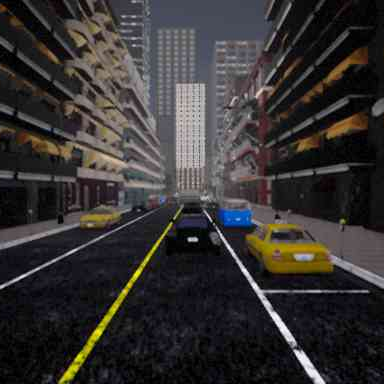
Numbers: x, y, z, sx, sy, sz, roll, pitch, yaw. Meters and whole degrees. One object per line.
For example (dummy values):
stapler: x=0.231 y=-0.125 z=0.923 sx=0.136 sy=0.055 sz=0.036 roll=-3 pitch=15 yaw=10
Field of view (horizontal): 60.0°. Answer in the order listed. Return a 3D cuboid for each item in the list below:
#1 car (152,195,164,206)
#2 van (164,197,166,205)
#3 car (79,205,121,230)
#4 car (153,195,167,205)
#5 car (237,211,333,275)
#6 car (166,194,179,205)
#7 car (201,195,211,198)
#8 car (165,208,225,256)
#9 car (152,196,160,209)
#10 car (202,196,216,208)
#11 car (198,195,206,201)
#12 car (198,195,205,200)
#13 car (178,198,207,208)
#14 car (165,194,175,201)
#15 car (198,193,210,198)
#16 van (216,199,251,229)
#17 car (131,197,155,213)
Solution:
car: x=-5.705 y=1.551 z=48.776 sx=1.887 sy=1.381 sz=4.507 roll=-1 pitch=0 yaw=0
van: x=-5.707 y=1.350 z=54.299 sx=1.690 sy=1.788 sz=3.998 roll=-1 pitch=0 yaw=0
car: x=-5.702 y=1.526 z=20.988 sx=1.752 sy=1.417 sz=4.829 roll=0 pitch=0 yaw=0
car: x=-5.707 y=1.451 z=59.822 sx=1.967 sy=1.590 sz=4.097 roll=-1 pitch=0 yaw=0
car: x=2.681 y=1.525 z=10.269 sx=1.752 sy=1.417 sz=4.829 roll=-1 pitch=0 yaw=0
car: x=-3.063 y=1.515 z=58.130 sx=1.837 sy=1.490 sz=4.892 roll=0 pitch=0 yaw=0
car: x=2.676 y=1.557 z=48.763 sx=2.008 sy=1.369 sz=4.403 roll=-1 pitch=0 yaw=0
car: x=0.045 y=1.565 z=13.163 sx=1.994 sy=1.385 sz=4.181 roll=0 pitch=0 yaw=0
car: x=-5.704 y=1.550 z=43.252 sx=1.887 sy=1.381 sz=4.507 roll=0 pitch=0 yaw=0
car: x=2.677 y=1.555 z=43.239 sx=2.008 sy=1.369 sz=4.403 roll=-1 pitch=0 yaw=0
car: x=2.672 y=1.570 z=87.427 sx=1.887 sy=1.381 sz=4.507 roll=-1 pitch=0 yaw=0
car: x=2.671 y=1.580 z=92.950 sx=2.008 sy=1.369 sz=4.403 roll=-1 pitch=0 yaw=0
car: x=0.040 y=1.508 z=27.990 sx=1.837 sy=1.490 sz=4.892 roll=0 pitch=0 yaw=0
car: x=-5.712 y=1.341 z=87.439 sx=2.192 sy=1.841 sz=5.009 roll=-1 pitch=0 yaw=0
car: x=2.991 y=1.243 z=74.213 sx=2.150 sy=2.045 sz=5.566 roll=0 pitch=0 yaw=0
van: x=2.678 y=1.341 z=21.147 sx=1.690 sy=1.788 sz=3.998 roll=-1 pitch=0 yaw=0
car: x=-5.703 y=1.570 z=37.728 sx=1.947 sy=1.339 sz=4.313 roll=0 pitch=0 yaw=0
